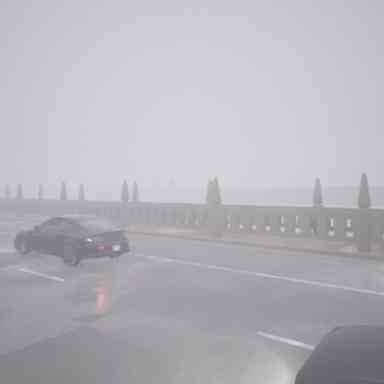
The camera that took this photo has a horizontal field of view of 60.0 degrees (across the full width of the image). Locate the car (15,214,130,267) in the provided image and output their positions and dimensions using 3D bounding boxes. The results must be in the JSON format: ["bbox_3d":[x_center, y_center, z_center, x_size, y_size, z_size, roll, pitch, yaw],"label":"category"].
[{"bbox_3d":[-4.111,1.484,11.263,4.674,1.442,1.812,0,0,36],"label":"car"}]

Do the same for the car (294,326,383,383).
[{"bbox_3d":[3.254,1.555,1.669,5.357,1.411,2.033,0,0,36],"label":"car"}]
